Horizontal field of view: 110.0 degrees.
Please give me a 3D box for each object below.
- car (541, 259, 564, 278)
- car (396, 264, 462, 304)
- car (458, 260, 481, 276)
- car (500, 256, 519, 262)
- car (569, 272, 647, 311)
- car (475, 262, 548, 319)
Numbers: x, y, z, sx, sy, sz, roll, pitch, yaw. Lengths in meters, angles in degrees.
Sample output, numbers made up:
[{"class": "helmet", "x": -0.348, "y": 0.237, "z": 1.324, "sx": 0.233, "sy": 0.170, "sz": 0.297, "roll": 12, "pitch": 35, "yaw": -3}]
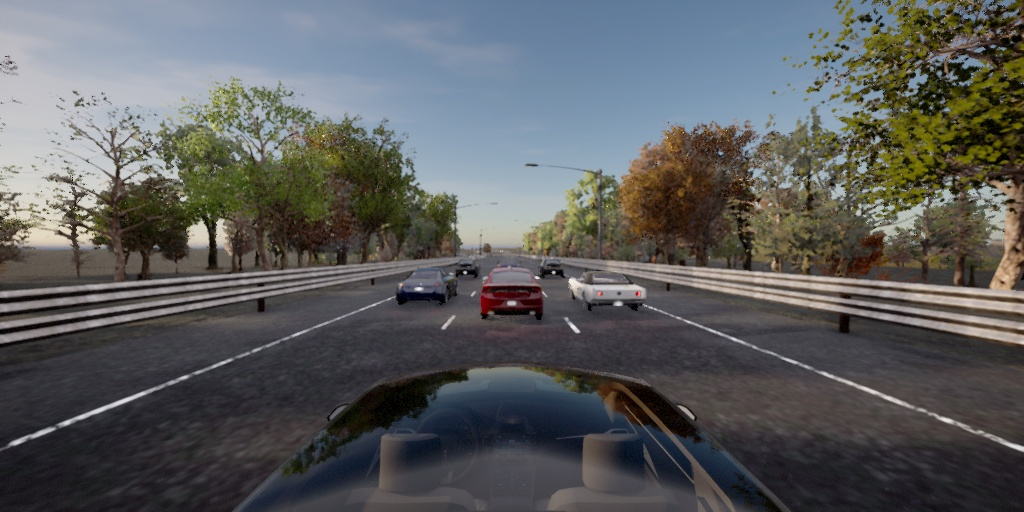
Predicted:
[{"class": "car", "x": 3.277, "y": 1.036, "z": 30.764, "sx": 1.837, "sy": 1.490, "sz": 4.892, "roll": 0, "pitch": 0, "yaw": -1}, {"class": "car", "x": -3.556, "y": 1.208, "z": 15.631, "sx": 1.994, "sy": 1.385, "sz": 4.181, "roll": 0, "pitch": 0, "yaw": -1}, {"class": "car", "x": -3.723, "y": 1.039, "z": 30.699, "sx": 1.837, "sy": 1.490, "sz": 4.892, "roll": 0, "pitch": 0, "yaw": -1}, {"class": "car", "x": -0.220, "y": 0.887, "z": 30.376, "sx": 2.097, "sy": 1.767, "sz": 4.553, "roll": 0, "pitch": 0, "yaw": -1}, {"class": "car", "x": 3.462, "y": 1.256, "z": 13.971, "sx": 1.895, "sy": 1.301, "sz": 4.718, "roll": 0, "pitch": 0, "yaw": -1}, {"class": "car", "x": -0.027, "y": 1.145, "z": 12.475, "sx": 1.882, "sy": 1.535, "sz": 5.008, "roll": 0, "pitch": 1, "yaw": -1}]
